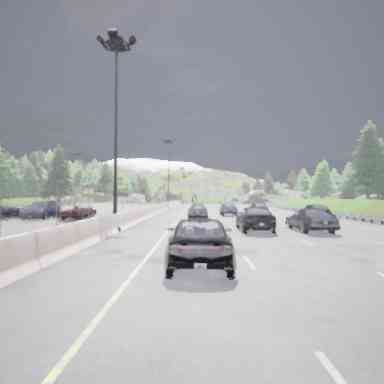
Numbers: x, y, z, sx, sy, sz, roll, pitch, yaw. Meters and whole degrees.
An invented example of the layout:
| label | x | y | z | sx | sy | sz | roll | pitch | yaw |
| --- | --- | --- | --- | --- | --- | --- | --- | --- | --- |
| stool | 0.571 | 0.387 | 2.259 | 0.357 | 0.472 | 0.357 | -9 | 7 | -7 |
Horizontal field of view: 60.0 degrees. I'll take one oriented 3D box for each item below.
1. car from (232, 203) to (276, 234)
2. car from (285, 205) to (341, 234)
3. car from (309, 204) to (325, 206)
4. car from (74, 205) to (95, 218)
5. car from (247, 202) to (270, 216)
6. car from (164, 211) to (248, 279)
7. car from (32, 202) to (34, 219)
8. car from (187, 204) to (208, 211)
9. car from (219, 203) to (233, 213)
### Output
| label | x | y | z | sx | sy | sz | roll | pitch | yaw |
| --- | --- | --- | --- | --- | --- | --- | --- | --- | --- |
| car | 3.893 | 1.679 | 20.837 | 1.882 | 1.535 | 5.008 | 0 | -1 | 1 |
| car | 7.391 | 1.771 | 20.847 | 2.033 | 1.411 | 5.357 | 0 | -1 | 1 |
| car | 11.028 | 1.857 | 30.105 | 1.837 | 1.490 | 4.892 | 0 | -1 | 1 |
| car | -10.080 | 1.817 | 29.802 | 1.895 | 1.301 | 4.718 | 0 | -1 | 1 |
| car | 7.652 | 1.954 | 38.571 | 1.812 | 1.442 | 4.674 | 0 | -1 | 1 |
| car | 0.236 | 1.558 | 10.287 | 2.128 | 1.511 | 4.902 | 0 | -1 | 1 |
| car | -13.573 | 1.553 | 30.124 | 2.097 | 1.767 | 4.553 | 0 | -1 | 1 |
| car | 0.535 | 1.840 | 30.644 | 2.033 | 1.411 | 5.357 | 0 | -1 | 1 |
| car | 4.145 | 1.948 | 38.032 | 2.033 | 1.411 | 5.357 | 0 | -1 | 1 |
